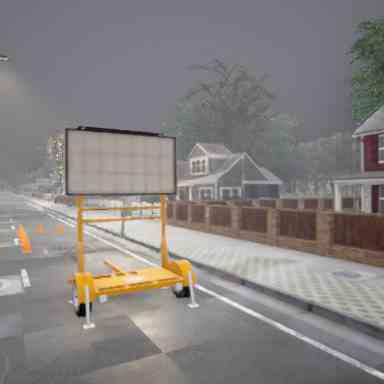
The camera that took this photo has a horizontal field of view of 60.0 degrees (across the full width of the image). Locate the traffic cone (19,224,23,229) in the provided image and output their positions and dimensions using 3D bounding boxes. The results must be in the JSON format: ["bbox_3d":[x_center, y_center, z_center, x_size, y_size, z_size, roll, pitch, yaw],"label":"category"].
[{"bbox_3d":[-8.214,1.991,16.077,0.340,0.580,0.340,0,0,-29],"label":"traffic cone"}]

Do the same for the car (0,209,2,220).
[{"bbox_3d":[-15.956,1.625,25.911,2.033,1.411,5.357,0,0,-29],"label":"car"}]

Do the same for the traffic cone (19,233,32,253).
[{"bbox_3d":[-6.250,1.980,12.592,0.340,0.580,0.340,0,0,-29],"label":"traffic cone"}]

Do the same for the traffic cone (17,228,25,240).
[{"bbox_3d":[-7.232,1.986,14.335,0.340,0.580,0.340,0,0,-29],"label":"traffic cone"}]

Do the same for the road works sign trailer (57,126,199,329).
[{"bbox_3d":[-1.524,0.466,7.225,2.380,3.560,2.880,0,0,-29],"label":"road works sign trailer"}]

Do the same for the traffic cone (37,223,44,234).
[{"bbox_3d":[-8.326,1.991,18.310,0.340,0.580,0.340,0,0,-29],"label":"traffic cone"}]
